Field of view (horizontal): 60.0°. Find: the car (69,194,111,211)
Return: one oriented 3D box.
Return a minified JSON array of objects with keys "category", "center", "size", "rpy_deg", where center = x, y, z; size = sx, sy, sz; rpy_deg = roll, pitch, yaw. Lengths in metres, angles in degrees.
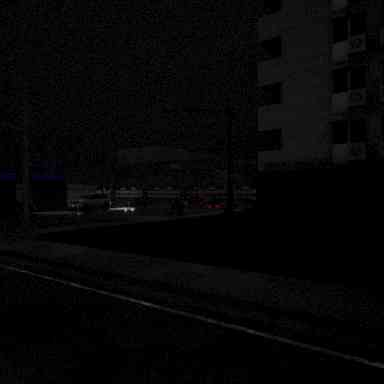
[{"category":"car","center":[-12.386,1.222,40.760],"size":[2.150,2.045,5.566],"rpy_deg":[0,0,29]}]

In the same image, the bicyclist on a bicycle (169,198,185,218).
[{"category":"bicyclist on a bicycle","center":[-1.250,1.301,27.342],"size":[1.656,1.620,0.582],"rpy_deg":[0,0,36]}]

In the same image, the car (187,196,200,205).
[{"category":"car","center":[0.352,1.564,59.102],"size":[1.994,1.385,4.181],"rpy_deg":[0,0,4]}]

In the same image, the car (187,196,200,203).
[{"category":"car","center":[0.293,1.564,67.513],"size":[1.994,1.385,4.181],"rpy_deg":[0,0,-8]}]

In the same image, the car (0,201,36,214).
[{"category":"car","center":[-17.969,1.601,32.505],"size":[1.895,1.301,4.718],"rpy_deg":[0,0,35]}]

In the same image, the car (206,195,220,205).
[{"category":"car","center":[3.825,1.526,58.512],"size":[1.812,1.442,4.674],"rpy_deg":[0,0,4]}]

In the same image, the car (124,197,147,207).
[{"category":"car","center":[-8.442,1.491,50.036],"size":[2.128,1.511,4.902],"rpy_deg":[0,0,15]}]

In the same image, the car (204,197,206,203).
[{"category":"car","center":[3.835,1.352,67.370],"size":[2.097,1.767,4.553],"rpy_deg":[0,0,-8]}]
